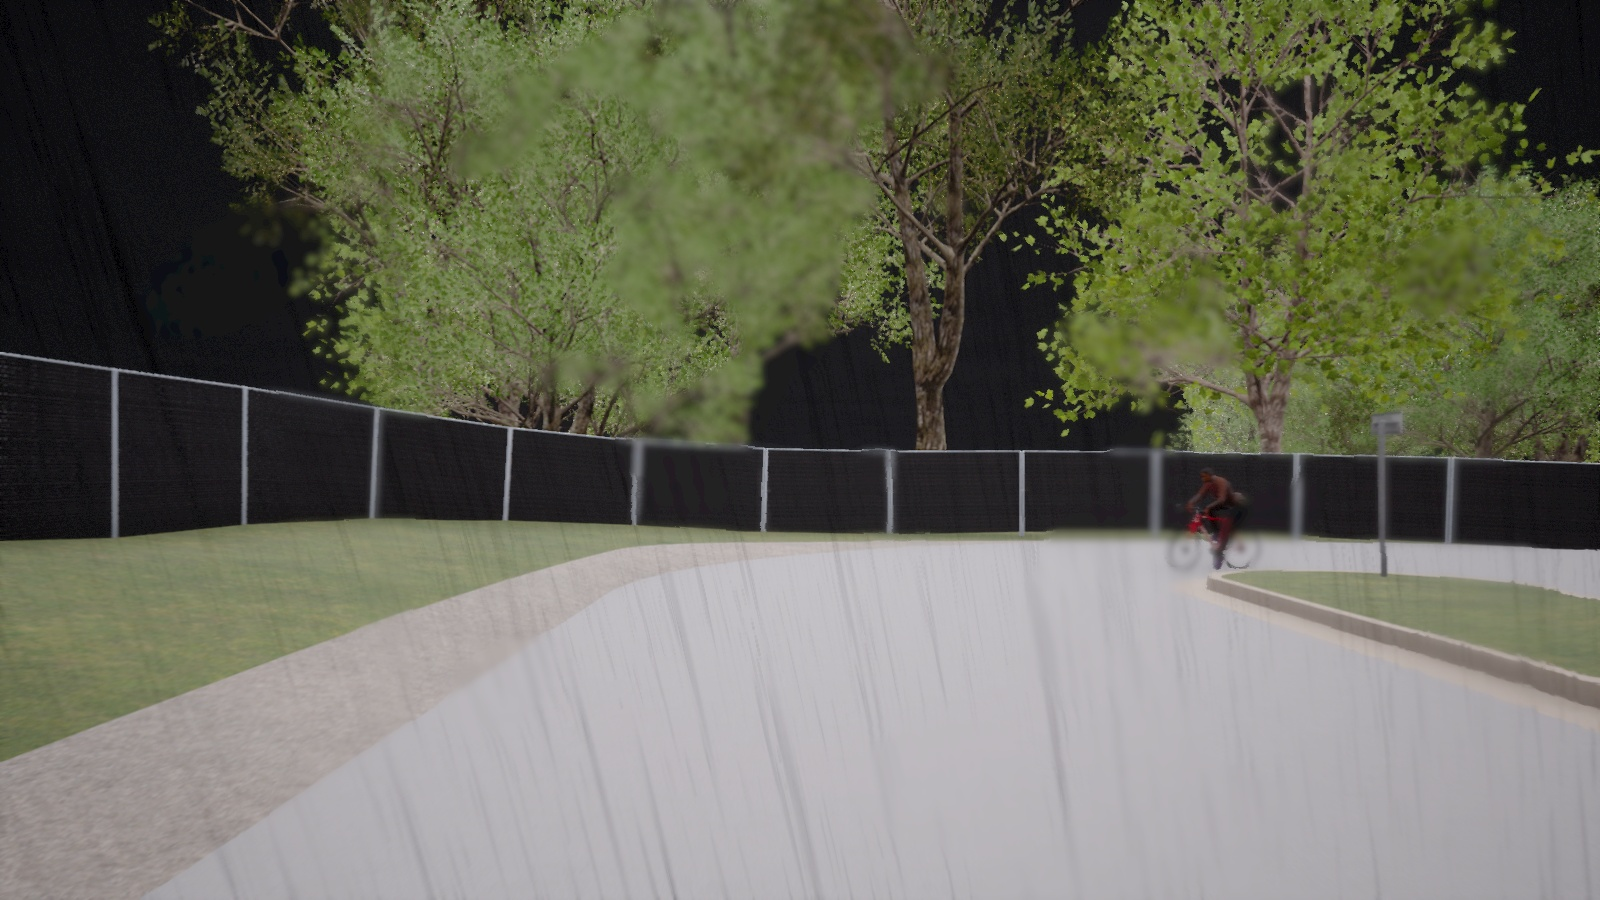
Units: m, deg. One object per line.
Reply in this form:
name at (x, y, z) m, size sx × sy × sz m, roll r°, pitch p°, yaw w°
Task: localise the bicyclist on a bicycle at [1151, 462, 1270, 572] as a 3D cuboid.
bicyclist on a bicycle at (6.330, 1.016, 19.386) m, size 1.656 × 1.620 × 0.582 m, roll 0°, pitch 4°, yaw -15°
